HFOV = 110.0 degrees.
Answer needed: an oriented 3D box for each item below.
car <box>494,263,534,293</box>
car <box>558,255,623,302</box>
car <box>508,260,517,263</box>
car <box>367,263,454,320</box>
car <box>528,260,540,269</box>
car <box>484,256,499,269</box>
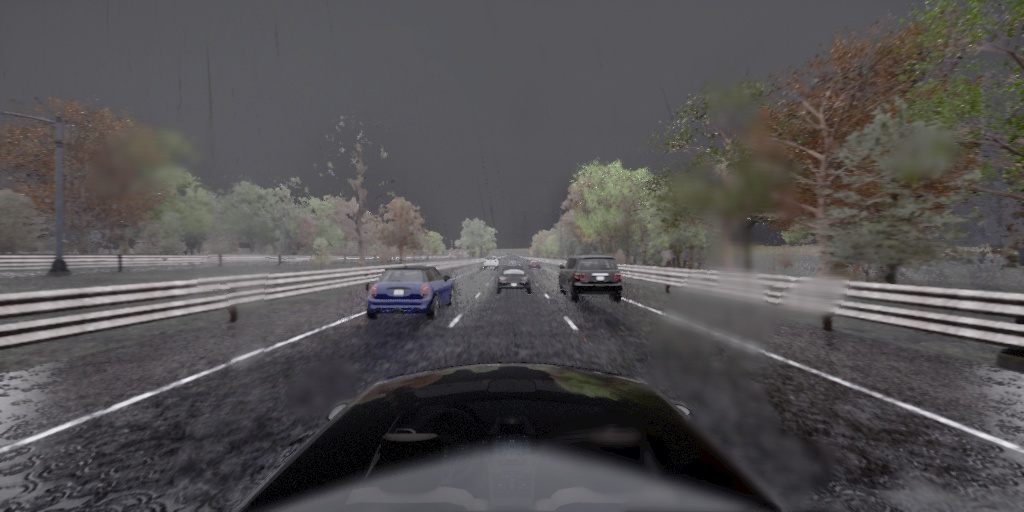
[{"bbox_3d":[0.104,1.302,20.801,1.812,1.442,4.674,0,0,0],"label":"car"},{"bbox_3d":[3.602,0.995,17.301,2.150,2.045,5.566,0,0,0],"label":"car"},{"bbox_3d":[0.111,1.372,58.351,2.033,1.411,5.357,0,0,0],"label":"car"},{"bbox_3d":[-3.398,1.117,12.882,2.097,1.767,4.553,0,0,0],"label":"car"},{"bbox_3d":[3.612,1.352,60.103,1.812,1.442,4.674,0,0,0],"label":"car"},{"bbox_3d":[-3.389,1.049,59.758,2.150,2.045,5.566,0,0,0],"label":"car"}]
